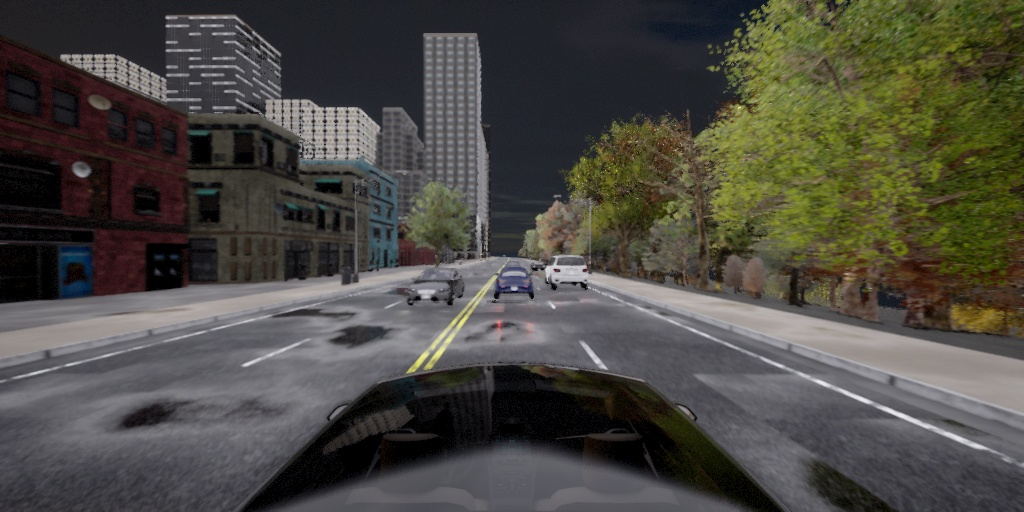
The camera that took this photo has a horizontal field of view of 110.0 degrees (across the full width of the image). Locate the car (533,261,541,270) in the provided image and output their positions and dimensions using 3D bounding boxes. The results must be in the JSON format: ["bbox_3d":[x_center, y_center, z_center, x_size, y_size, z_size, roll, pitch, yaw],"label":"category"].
[{"bbox_3d":[3.359,1.359,46.757,1.895,1.301,4.718,0,0,0],"label":"car"}]

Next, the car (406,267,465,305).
[{"bbox_3d":[-3.247,1.286,16.012,2.128,1.511,4.902,0,0,0],"label":"car"}]

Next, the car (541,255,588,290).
[{"bbox_3d":[3.354,0.976,22.881,2.150,2.045,5.566,0,0,0],"label":"car"}]

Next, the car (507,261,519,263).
[{"bbox_3d":[0.109,1.305,41.071,2.033,1.411,5.357,0,0,0],"label":"car"}]

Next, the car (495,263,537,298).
[{"bbox_3d":[0.105,1.280,18.341,1.812,1.442,4.674,0,0,0],"label":"car"}]
